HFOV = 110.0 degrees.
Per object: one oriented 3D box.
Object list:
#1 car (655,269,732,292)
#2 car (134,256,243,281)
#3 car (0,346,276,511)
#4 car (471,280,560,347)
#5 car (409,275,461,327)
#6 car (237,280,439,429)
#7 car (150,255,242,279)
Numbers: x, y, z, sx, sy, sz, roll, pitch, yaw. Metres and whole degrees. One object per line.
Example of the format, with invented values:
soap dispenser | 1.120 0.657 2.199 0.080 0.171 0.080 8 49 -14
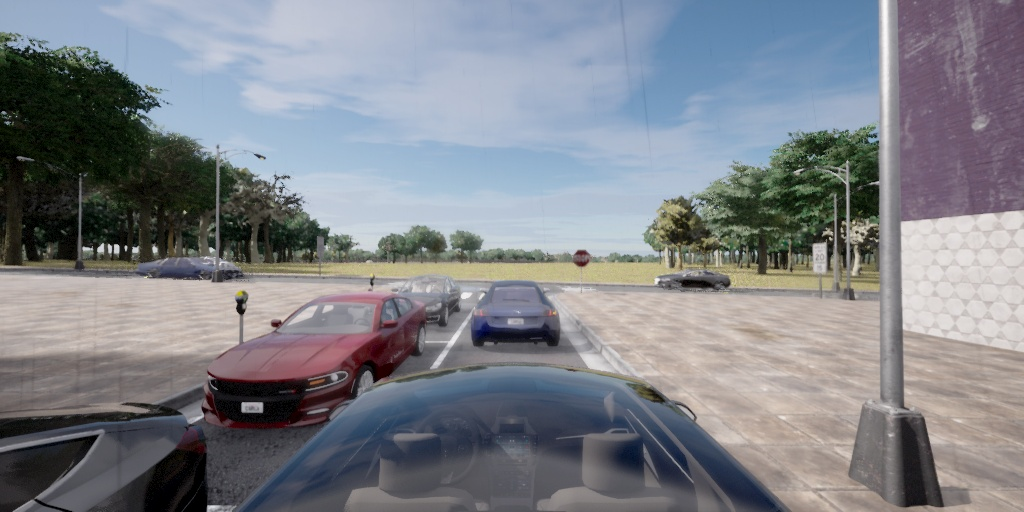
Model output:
car | 12.489 1.645 24.867 4.902 1.511 2.128 2 -1 0
car | -19.606 0.779 21.861 5.357 1.411 2.033 2 -1 0
car | -2.634 1.316 0.347 1.948 1.339 4.313 0 0 0
car | 0.075 1.314 9.370 1.994 1.385 4.181 0 0 0
car | -2.659 1.300 11.429 2.007 1.370 4.403 0 0 0
car | -2.646 1.295 5.888 1.888 1.381 4.507 0 0 0
car | -21.758 0.728 24.805 4.674 1.442 1.812 2 -1 0
